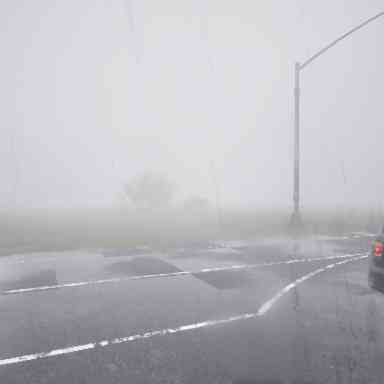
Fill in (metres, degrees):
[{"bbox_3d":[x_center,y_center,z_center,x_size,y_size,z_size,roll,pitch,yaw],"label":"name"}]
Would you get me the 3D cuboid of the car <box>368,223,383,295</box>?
[{"bbox_3d":[5.948,1.250,6.404,5.566,2.045,2.150,1,-1,-25],"label":"car"}]
